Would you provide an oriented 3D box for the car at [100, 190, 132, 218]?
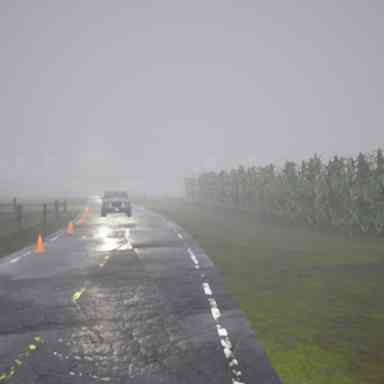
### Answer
[{"bbox_3d":[-5.999,0.850,26.216,2.150,2.045,5.566,0,1,-14],"label":"car"}]

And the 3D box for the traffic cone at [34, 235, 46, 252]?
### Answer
[{"bbox_3d":[-5.326,1.789,11.653,0.340,0.580,0.340,0,1,-7],"label":"traffic cone"}]

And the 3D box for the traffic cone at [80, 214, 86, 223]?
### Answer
[{"bbox_3d":[-6.967,1.654,21.267,0.340,0.580,0.340,0,1,-12],"label":"traffic cone"}]

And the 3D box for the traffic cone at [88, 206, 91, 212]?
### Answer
[{"bbox_3d":[-8.137,1.586,26.004,0.340,0.580,0.340,0,1,-15],"label":"traffic cone"}]
